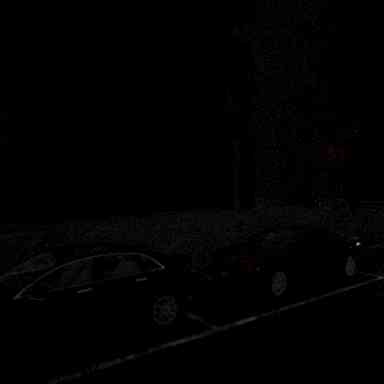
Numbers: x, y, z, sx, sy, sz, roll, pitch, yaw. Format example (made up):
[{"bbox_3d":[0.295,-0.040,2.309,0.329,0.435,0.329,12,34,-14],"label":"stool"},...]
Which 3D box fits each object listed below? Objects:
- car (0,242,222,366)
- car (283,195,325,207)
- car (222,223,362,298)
[{"bbox_3d":[-1.908,1.546,5.286,4.403,1.369,2.008,0,0,-36],"label":"car"},{"bbox_3d":[13.139,1.069,39.257,1.895,1.301,4.718,0,1,-35],"label":"car"},{"bbox_3d":[2.524,1.521,8.447,4.507,1.381,1.887,0,0,-36],"label":"car"}]
